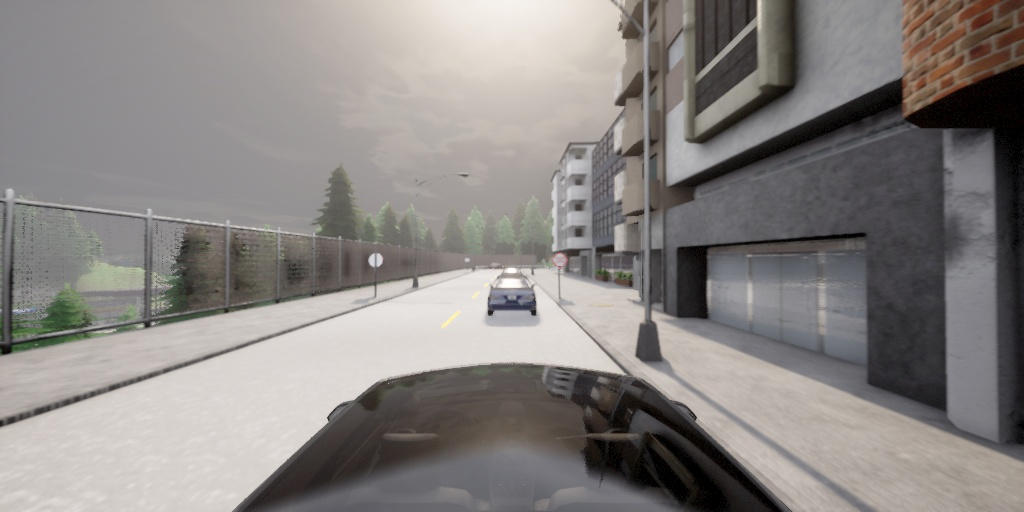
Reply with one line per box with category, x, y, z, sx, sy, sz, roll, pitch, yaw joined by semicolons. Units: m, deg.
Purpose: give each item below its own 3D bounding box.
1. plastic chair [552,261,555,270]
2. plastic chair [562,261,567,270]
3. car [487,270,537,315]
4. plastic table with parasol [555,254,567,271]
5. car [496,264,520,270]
plastic chair;7.772;1.965;62.482;0.730;1.272;0.750;0;0;10
plastic chair;9.263;1.947;60.863;0.750;1.272;0.730;0;0;10
car;0.009;1.440;14.328;2.033;1.411;5.357;0;-1;0
plastic table with parasol;9.252;1.359;62.293;2.482;2.480;2.482;0;0;0
car;0.011;1.610;29.327;2.033;1.411;5.357;0;-1;0
